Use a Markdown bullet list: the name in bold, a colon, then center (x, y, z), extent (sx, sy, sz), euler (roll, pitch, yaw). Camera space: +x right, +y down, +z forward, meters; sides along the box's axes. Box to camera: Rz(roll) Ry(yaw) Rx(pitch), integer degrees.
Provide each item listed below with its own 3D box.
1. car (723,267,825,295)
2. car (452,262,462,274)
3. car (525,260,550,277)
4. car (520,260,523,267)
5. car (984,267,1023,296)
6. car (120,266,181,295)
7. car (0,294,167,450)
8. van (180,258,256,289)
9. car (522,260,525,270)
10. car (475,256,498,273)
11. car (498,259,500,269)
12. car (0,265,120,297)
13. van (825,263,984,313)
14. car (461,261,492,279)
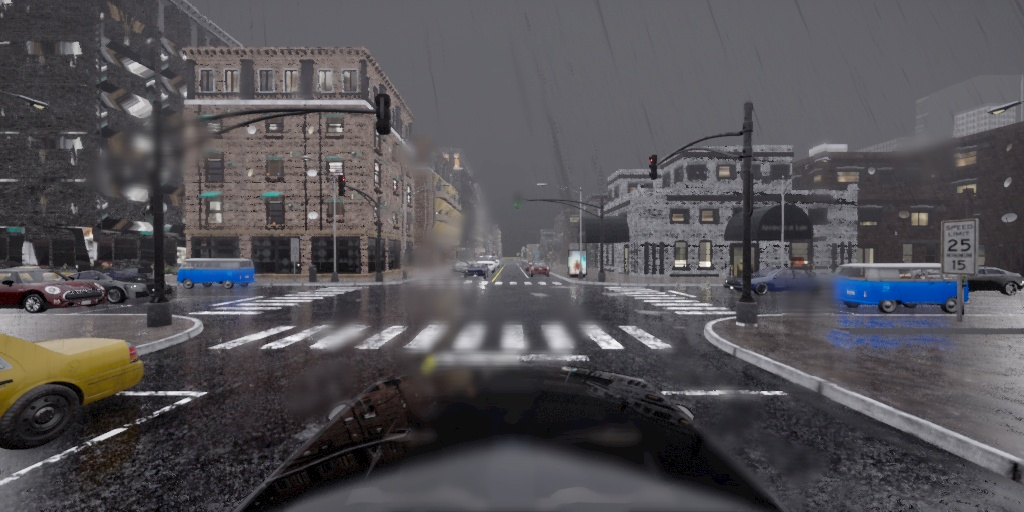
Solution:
- **car**: center (14.485, 1.322, 19.322), extent (5.357, 1.411, 2.033), euler (0, 0, -1)
- **car**: center (-5.745, 1.315, 40.893), extent (2.007, 1.370, 4.403), euler (0, 0, 0)
- **car**: center (2.644, 1.200, 35.220), extent (1.967, 1.591, 4.097), euler (0, 0, 0)
- **car**: center (2.620, 1.327, 52.311), extent (2.007, 1.370, 4.403), euler (0, 0, 0)
- **car**: center (24.410, 1.293, 19.405), extent (4.902, 1.511, 2.128), euler (0, 0, 0)
- **car**: center (-17.753, 1.297, 15.834), extent (4.181, 1.385, 1.994), euler (0, 0, -1)
- **car**: center (-5.692, 1.275, 2.572), extent (1.751, 1.417, 4.829), euler (0, 0, 0)
- **van**: center (-17.793, 1.032, 21.631), extent (3.998, 1.789, 1.690), euler (0, 0, -1)
- **car**: center (2.628, 1.353, 46.614), extent (1.802, 1.307, 4.207), euler (0, 0, 0)
- **car**: center (-3.158, 0.988, 43.492), extent (2.150, 2.045, 5.566), euler (0, 0, 0)
- **car**: center (-3.158, 1.007, 58.155), extent (2.150, 2.045, 5.566), euler (0, 0, 0)
- **car**: center (-17.738, 1.192, 13.251), extent (4.097, 1.591, 1.967), euler (0, 0, -1)
- **van**: center (14.639, 1.157, 13.535), extent (3.998, 1.789, 1.690), euler (0, 0, -1)
- **car**: center (-3.143, 1.359, 32.812), extent (1.895, 1.301, 4.718), euler (0, 0, 0)
